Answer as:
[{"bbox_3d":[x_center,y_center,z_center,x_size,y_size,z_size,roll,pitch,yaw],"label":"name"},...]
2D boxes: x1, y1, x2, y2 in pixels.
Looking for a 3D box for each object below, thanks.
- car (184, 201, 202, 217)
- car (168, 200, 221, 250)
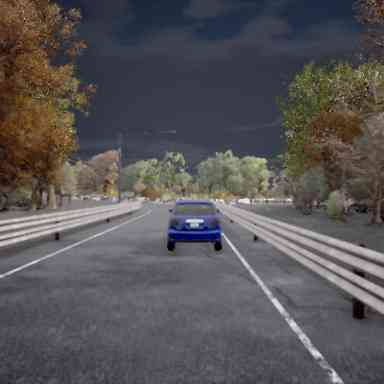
[{"bbox_3d":[0.134,1.772,35.962,1.882,1.535,5.008,0,0,1],"label":"car"},{"bbox_3d":[0.101,1.349,15.189,2.150,2.045,5.566,0,0,0],"label":"car"}]
